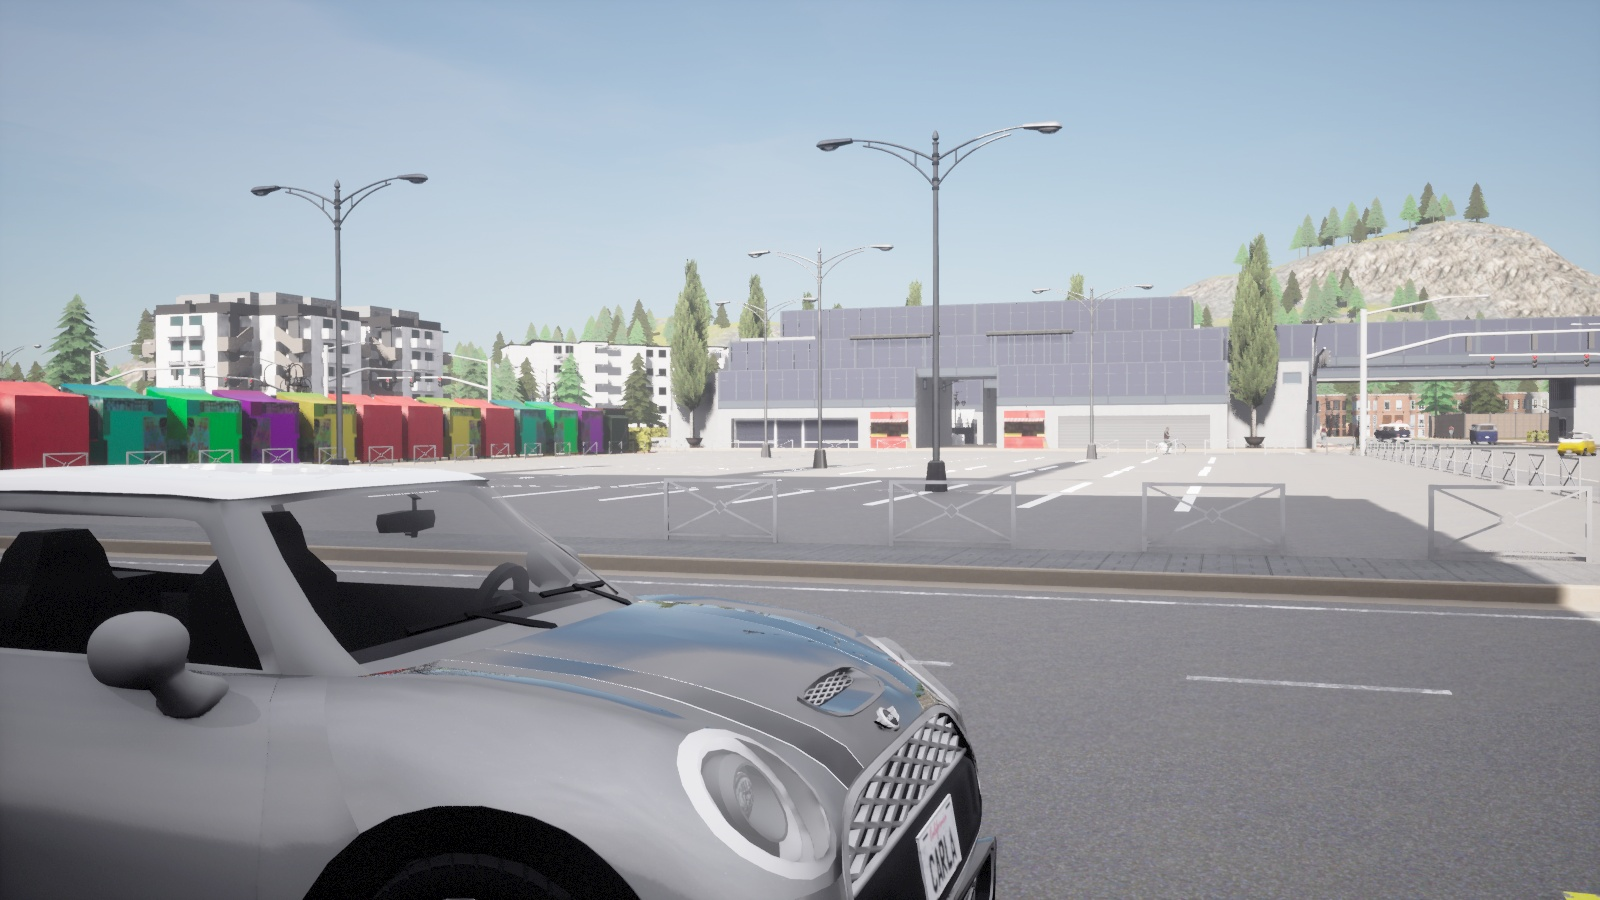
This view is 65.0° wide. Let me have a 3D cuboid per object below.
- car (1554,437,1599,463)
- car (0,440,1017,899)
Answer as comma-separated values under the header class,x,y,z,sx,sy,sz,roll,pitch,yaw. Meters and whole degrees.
class,x,y,z,sx,sy,sz,roll,pitch,yaw
car,42.982,-0.013,69.405,2.207,1.376,1.481,0,0,-34
car,-1.428,0.728,3.672,3.806,1.475,1.970,1,1,18
